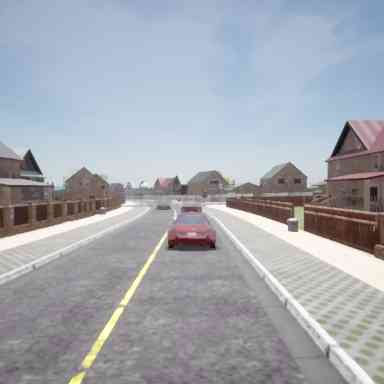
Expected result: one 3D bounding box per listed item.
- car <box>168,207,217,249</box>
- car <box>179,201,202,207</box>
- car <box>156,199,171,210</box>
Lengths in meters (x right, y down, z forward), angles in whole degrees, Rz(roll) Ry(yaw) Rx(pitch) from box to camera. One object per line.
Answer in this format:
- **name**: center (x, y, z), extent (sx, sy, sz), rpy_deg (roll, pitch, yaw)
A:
- **car**: center (0.001, 1.576, 14.653), extent (1.994, 1.385, 4.181), rpy_deg (0, 0, 0)
- **car**: center (-0.091, 1.511, 29.696), extent (1.882, 1.535, 5.008), rpy_deg (0, 0, -2)
- **car**: center (-3.831, 1.627, 44.480), extent (1.812, 1.442, 4.674), rpy_deg (0, 0, -6)
